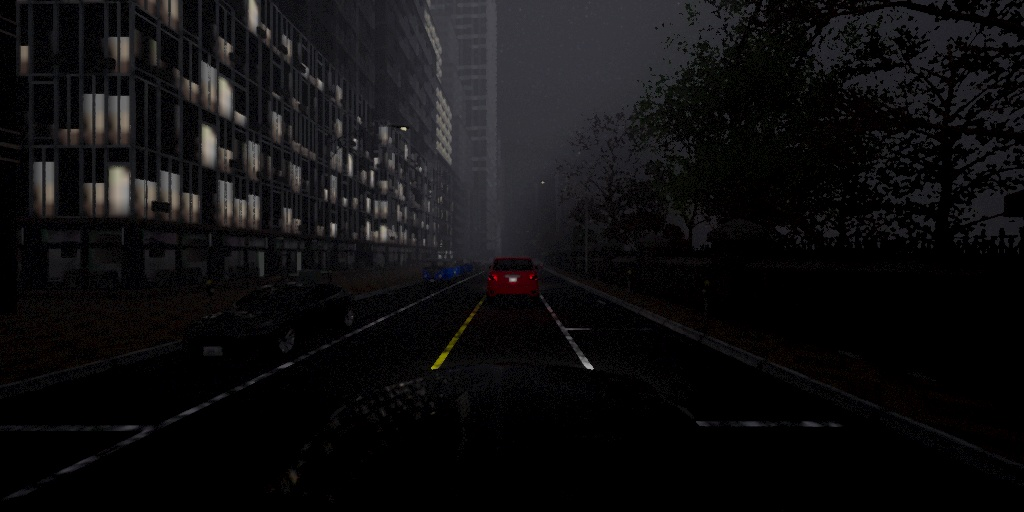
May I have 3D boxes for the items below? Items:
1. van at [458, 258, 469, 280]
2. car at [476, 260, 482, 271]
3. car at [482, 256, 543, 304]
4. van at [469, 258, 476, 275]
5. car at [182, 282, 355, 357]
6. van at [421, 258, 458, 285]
[{"bbox_3d":[-5.096,1.091,31.059,1.690,1.789,3.998,0,0,1],"label":"van"},{"bbox_3d":[-4.781,1.319,47.940,1.948,1.339,4.313,0,0,1],"label":"car"},{"bbox_3d":[0.056,1.008,16.493,2.150,2.045,5.566,0,0,0],"label":"car"},{"bbox_3d":[-5.009,1.091,36.687,1.690,1.789,3.998,0,0,1],"label":"van"},{"bbox_3d":[-5.303,1.314,8.540,1.948,1.339,4.313,0,0,0],"label":"car"},{"bbox_3d":[-5.171,1.090,25.424,1.690,1.789,3.998,0,0,1],"label":"van"}]
